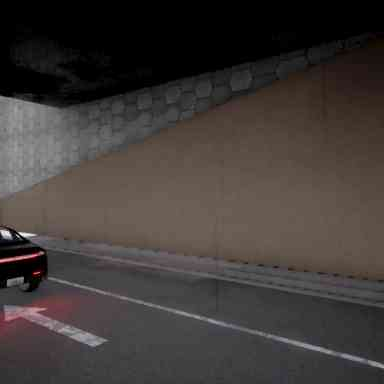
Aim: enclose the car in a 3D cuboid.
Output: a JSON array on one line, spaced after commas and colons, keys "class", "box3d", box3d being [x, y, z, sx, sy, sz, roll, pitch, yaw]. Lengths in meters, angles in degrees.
[{"class": "car", "box3d": [-5.331, 1.492, 7.745, 4.902, 1.511, 2.128, 0, 0, 35]}]
